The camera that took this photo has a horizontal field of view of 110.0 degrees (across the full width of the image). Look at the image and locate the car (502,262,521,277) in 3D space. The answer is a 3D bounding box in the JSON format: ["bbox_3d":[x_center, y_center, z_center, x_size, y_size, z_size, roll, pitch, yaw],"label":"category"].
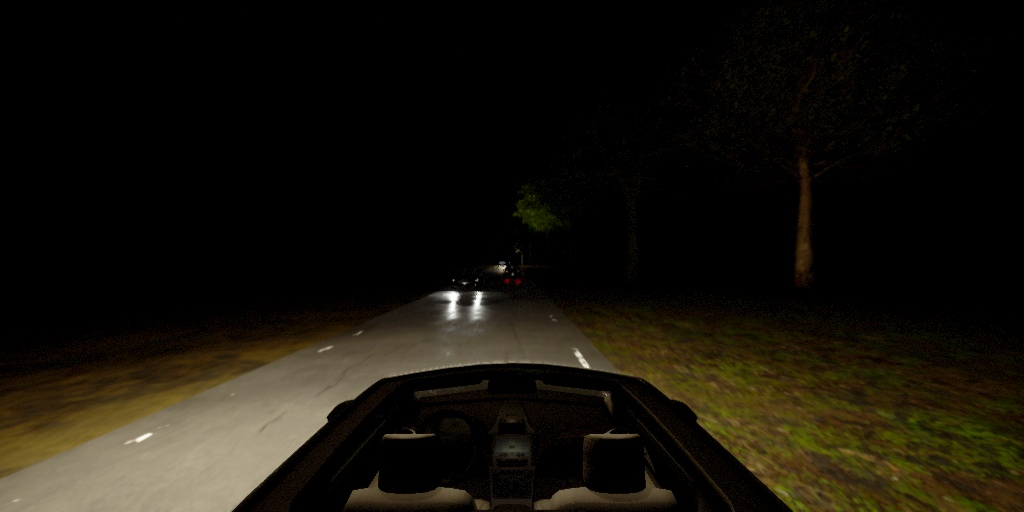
[{"bbox_3d":[0.063,1.678,40.487,1.895,1.301,4.718,0,0,0],"label":"car"}]

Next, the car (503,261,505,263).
[{"bbox_3d":[0.028,1.759,56.886,2.033,1.411,5.357,0,0,0],"label":"car"}]

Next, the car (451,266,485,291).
[{"bbox_3d":[-2.866,1.452,24.088,1.837,1.490,4.892,0,0,0],"label":"car"}]
